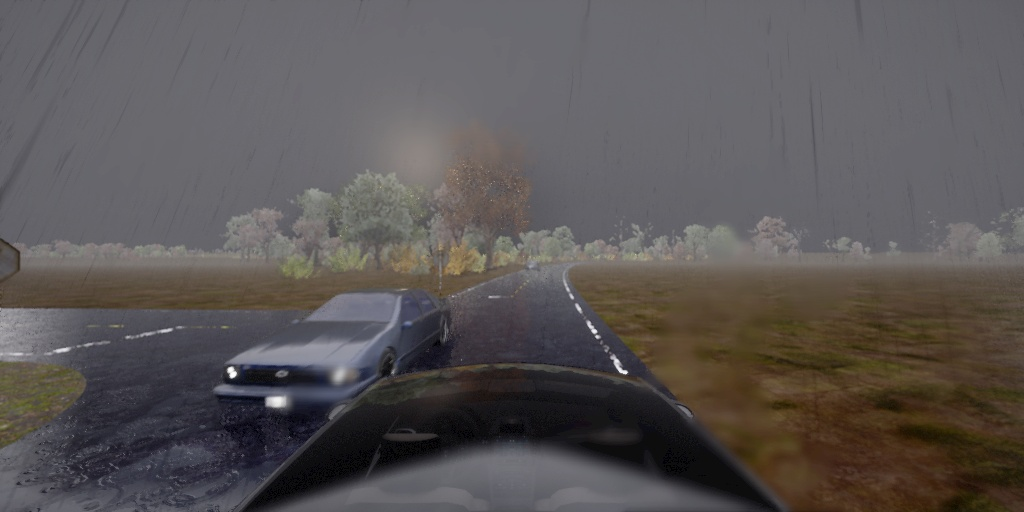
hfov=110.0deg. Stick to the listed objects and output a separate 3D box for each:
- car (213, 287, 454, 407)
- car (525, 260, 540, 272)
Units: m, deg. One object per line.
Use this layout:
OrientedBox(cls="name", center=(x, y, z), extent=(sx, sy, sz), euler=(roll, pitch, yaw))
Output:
OrientedBox(cls="car", center=(-2.526, 1.318, 6.822), extent=(2.033, 1.411, 5.357), euler=(0, 0, 4))
OrientedBox(cls="car", center=(2.970, 1.369, 51.105), extent=(2.128, 1.511, 4.902), euler=(0, 0, 9))
